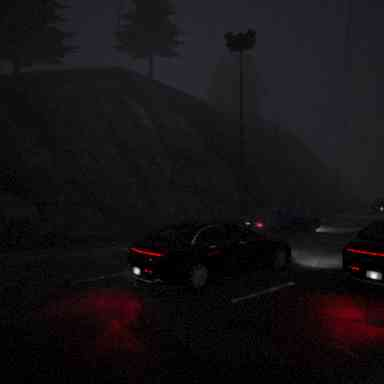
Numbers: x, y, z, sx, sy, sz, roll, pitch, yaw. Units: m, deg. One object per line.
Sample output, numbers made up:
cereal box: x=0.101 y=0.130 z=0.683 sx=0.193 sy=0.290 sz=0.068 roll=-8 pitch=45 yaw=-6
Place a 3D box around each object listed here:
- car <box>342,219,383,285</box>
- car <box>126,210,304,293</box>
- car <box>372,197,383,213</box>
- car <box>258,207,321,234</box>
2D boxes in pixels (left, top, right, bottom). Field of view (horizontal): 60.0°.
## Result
car: x=5.562 y=1.421 z=8.325 sx=4.892 sy=1.490 sz=1.837 roll=-1 pitch=1 yaw=-40
car: x=0.671 y=1.463 z=8.844 sx=4.892 sy=1.490 sz=1.837 roll=-1 pitch=1 yaw=-38
car: x=18.269 y=1.210 z=31.240 sx=1.837 sy=1.490 sz=4.892 roll=0 pitch=0 yaw=39
car: x=4.297 y=1.441 z=16.408 sx=5.357 sy=1.411 sz=2.033 roll=-1 pitch=0 yaw=-42
